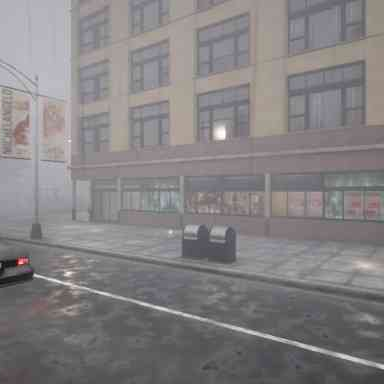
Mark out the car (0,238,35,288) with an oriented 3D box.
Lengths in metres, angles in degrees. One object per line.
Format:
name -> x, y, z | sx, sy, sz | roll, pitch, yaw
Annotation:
car -> -6.030, 1.547, 8.165 | 5.357, 1.411, 2.033 | 0, 0, 35
